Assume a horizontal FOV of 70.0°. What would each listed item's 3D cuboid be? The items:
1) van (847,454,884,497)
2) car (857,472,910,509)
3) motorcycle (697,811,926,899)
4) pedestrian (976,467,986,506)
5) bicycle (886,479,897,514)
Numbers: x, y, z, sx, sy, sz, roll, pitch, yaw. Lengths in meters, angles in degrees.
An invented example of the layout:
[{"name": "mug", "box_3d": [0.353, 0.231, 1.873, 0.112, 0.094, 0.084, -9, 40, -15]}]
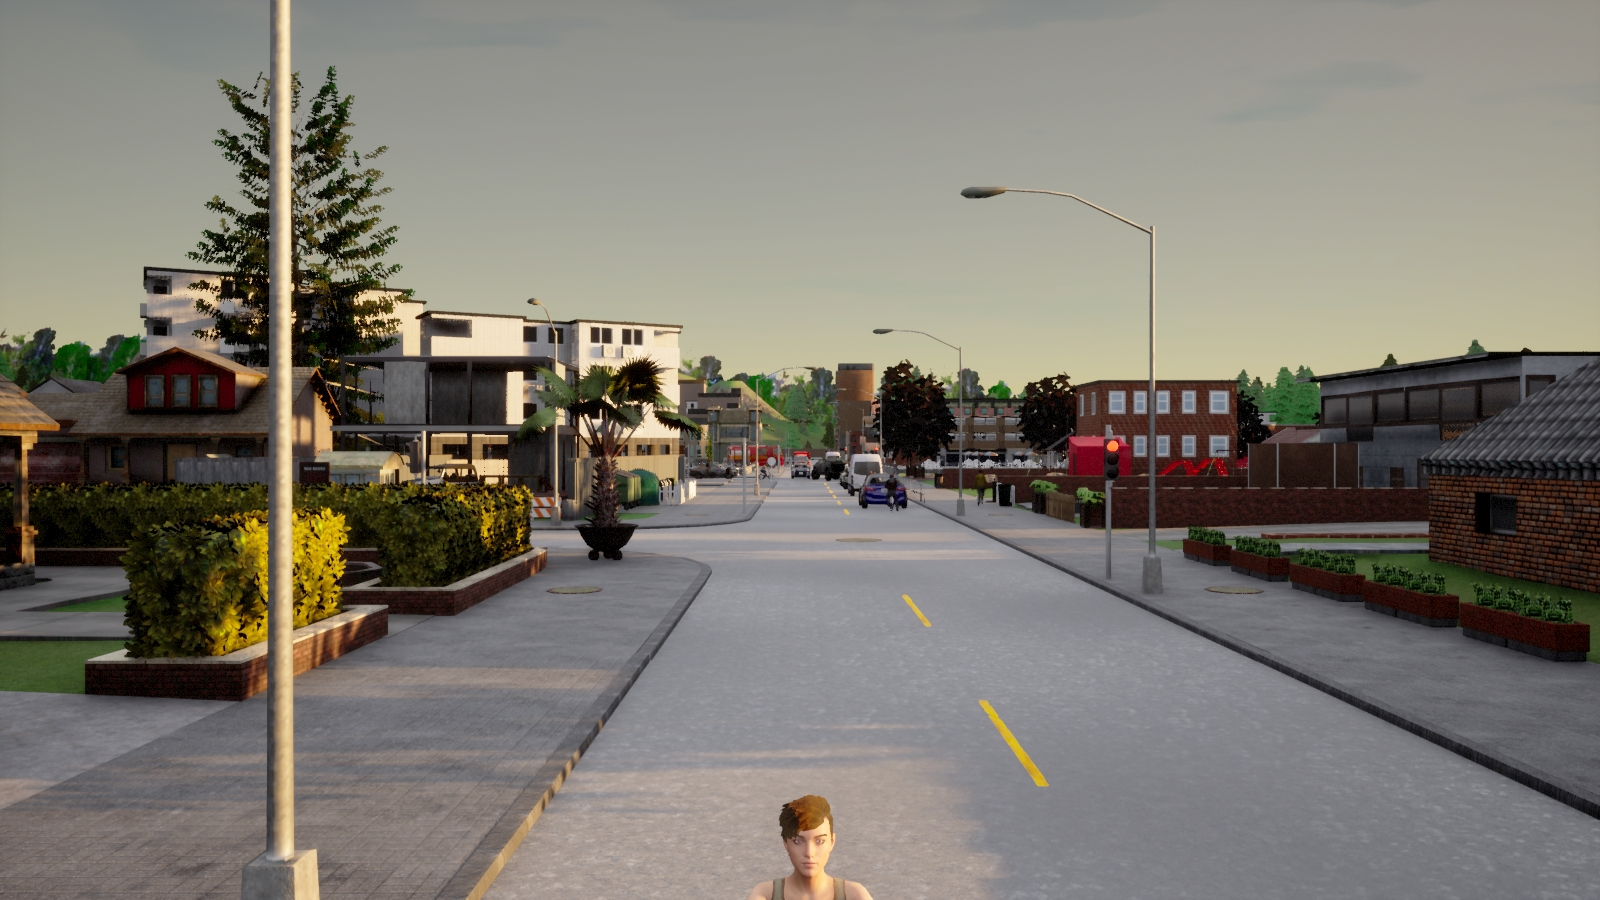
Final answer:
[{"name": "van", "box_3d": [4.045, 1.534, 71.355, 1.988, 2.561, 5.915, 0, 0, 0]}, {"name": "car", "box_3d": [4.046, 1.967, 56.171, 2.242, 1.667, 4.611, 0, 0, 0]}, {"name": "motorcycle", "box_3d": [0.039, 2.155, 3.558, 0.764, 1.307, 2.356, 0, 0, 0]}, {"name": "pedestrian", "box_3d": [8.729, 1.744, 55.057, 0.375, 1.860, 0.375, 0, 0, 21]}, {"name": "bicycle", "box_3d": [4.077, 2.060, 50.937, 0.329, 1.471, 1.835, 0, 0, 0]}]
